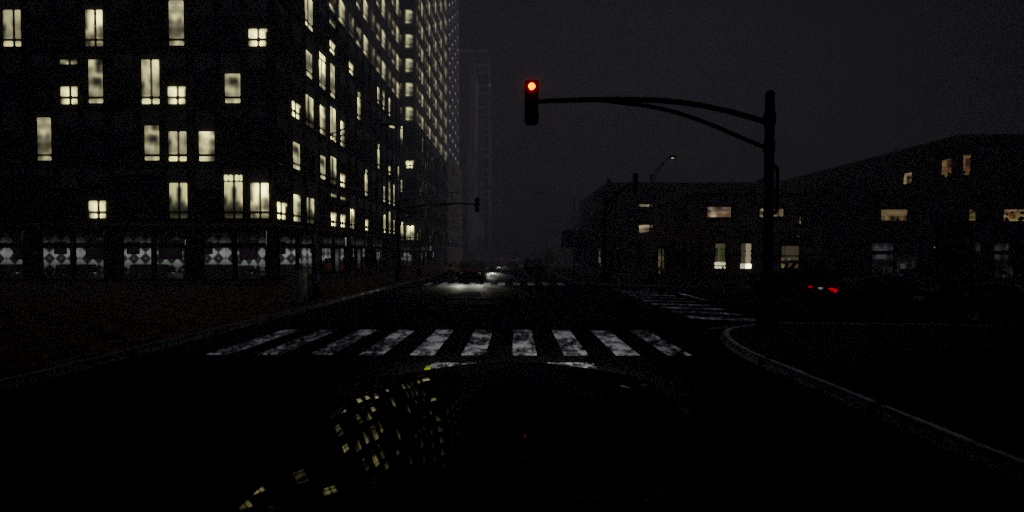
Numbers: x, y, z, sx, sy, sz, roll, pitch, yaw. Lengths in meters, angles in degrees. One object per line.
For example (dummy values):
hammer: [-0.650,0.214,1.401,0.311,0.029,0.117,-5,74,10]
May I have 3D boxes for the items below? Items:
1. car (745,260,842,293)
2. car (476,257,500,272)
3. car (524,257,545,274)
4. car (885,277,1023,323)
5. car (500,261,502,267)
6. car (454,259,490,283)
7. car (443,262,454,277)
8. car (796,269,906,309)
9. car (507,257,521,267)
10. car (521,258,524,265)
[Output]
car: [16.559,1.165,21.019,5.009,1.841,2.192,0,0,1]
car: [-2.998,1.230,45.673,2.128,1.511,4.902,0,0,0]
car: [2.774,1.178,41.331,1.967,1.591,4.097,0,0,0]
car: [16.434,1.548,12.641,4.313,1.339,1.948,0,0,1]
car: [-2.895,1.298,64.564,1.994,1.385,4.181,0,0,1]
car: [-3.044,1.219,28.285,1.882,1.535,5.008,0,0,0]
car: [-5.757,1.265,35.590,1.751,1.417,4.829,0,0,0]
car: [15.917,1.481,15.426,5.357,1.411,2.033,1,1,4]
car: [0.133,1.297,63.834,1.994,1.385,4.181,0,0,0]
car: [2.798,1.051,52.619,2.192,1.841,5.009,0,0,0]
